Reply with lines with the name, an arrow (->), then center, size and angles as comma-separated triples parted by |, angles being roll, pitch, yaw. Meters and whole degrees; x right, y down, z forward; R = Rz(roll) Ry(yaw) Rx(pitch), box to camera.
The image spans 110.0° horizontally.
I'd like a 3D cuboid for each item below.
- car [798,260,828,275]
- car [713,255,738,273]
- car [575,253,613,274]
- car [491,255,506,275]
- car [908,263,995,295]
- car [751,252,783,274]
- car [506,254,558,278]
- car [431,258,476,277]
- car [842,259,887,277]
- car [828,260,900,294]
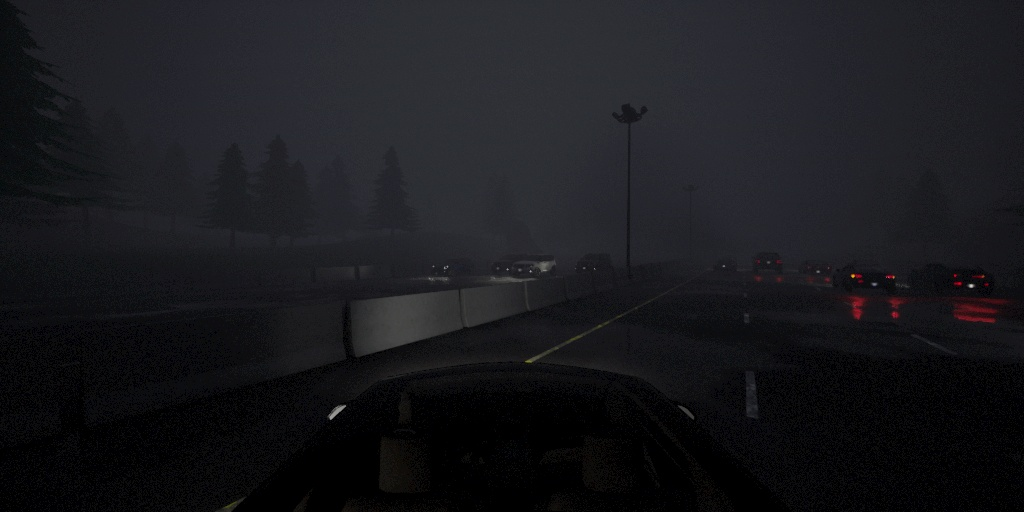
car -> 27.465, 1.005, 32.604 | 1.895, 1.301, 4.718 | 0, 1, 33
car -> 21.993, 0.950, 37.037 | 1.994, 1.385, 4.181 | 0, 1, 33
car -> 8.103, 0.751, 35.079 | 2.150, 2.045, 5.566 | 0, 0, 33
car -> 0.184, 0.794, 35.772 | 2.150, 2.045, 5.566 | 0, 0, 33
car -> 22.691, 1.118, 18.716 | 1.837, 1.490, 4.892 | 0, 0, 33
car -> 24.565, 0.622, 34.562 | 2.150, 2.045, 5.566 | 0, 1, 33
car -> 2.157, 0.818, 32.394 | 2.150, 2.045, 5.566 | 0, 0, 33
car -> -5.454, 0.976, 33.525 | 2.097, 1.767, 4.553 | 0, 1, 33
car -> 31.117, 0.984, 31.810 | 1.895, 1.301, 4.718 | 0, 1, 33
car -> 19.052, 1.153, 19.529 | 1.812, 1.442, 4.674 | 0, 1, 33
